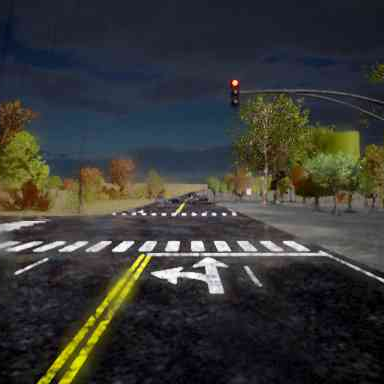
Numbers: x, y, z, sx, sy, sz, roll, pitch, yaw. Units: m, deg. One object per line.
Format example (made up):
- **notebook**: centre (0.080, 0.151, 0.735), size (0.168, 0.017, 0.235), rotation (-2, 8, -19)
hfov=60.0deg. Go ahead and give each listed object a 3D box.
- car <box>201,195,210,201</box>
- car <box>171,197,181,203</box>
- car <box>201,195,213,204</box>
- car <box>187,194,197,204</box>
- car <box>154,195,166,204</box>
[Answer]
- **car**: centre (3.220, 1.545, 82.075), size (2.033, 1.411, 5.357), rotation (0, 0, 0)
- **car**: centre (-3.276, 1.678, 68.357), size (1.895, 1.301, 4.718), rotation (0, 0, 0)
- **car**: centre (3.220, 1.562, 66.672), size (2.128, 1.511, 4.902), rotation (-1, 0, 0)
- **car**: centre (-0.022, 1.678, 66.475), size (1.895, 1.301, 4.718), rotation (0, 0, 0)
- **car**: centre (-6.528, 1.436, 68.422), size (2.097, 1.767, 4.553), rotation (0, 0, 0)
